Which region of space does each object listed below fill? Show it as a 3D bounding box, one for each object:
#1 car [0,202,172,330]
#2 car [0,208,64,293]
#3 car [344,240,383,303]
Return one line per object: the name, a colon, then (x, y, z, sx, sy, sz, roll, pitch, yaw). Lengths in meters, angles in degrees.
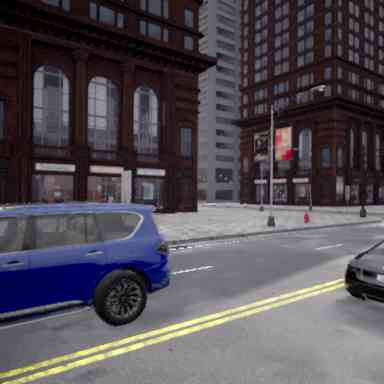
car: (-2.991, 1.221, 5.541, 5.566, 2.045, 2.150, 0, 0, -36)
car: (-5.590, 1.351, 7.678, 4.553, 1.767, 2.097, 0, 0, -36)
car: (5.175, 1.559, 7.157, 4.181, 1.385, 1.994, 0, 0, -35)
